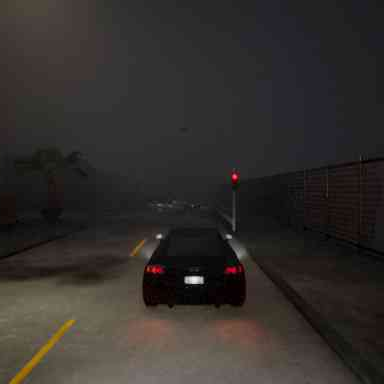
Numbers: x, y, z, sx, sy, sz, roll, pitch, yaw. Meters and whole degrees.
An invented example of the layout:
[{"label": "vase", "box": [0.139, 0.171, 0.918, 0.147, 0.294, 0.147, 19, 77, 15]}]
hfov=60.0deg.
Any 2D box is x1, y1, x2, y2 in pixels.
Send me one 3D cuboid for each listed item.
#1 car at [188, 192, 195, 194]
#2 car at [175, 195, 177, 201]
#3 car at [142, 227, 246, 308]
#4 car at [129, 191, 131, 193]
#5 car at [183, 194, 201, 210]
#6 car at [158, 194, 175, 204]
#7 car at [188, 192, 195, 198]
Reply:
[{"label": "car", "box": [-0.126, 0.938, 75.817, 1.812, 1.442, 4.674, 0, 0, 0]}, {"label": "car", "box": [-4.120, 1.042, 67.978, 1.994, 1.385, 4.181, 0, 1, 0]}, {"label": "car", "box": [0.051, 1.503, 7.849, 1.994, 1.385, 4.181, 0, 0, 0]}, {"label": "car", "box": [-17.421, 0.478, 85.826, 3.633, 1.501, 1.845, 0, 0, 0]}, {"label": "car", "box": [0.029, 1.238, 37.565, 1.812, 1.442, 4.674, 0, 0, 0]}, {"label": "car", "box": [-4.164, 1.105, 52.106, 1.837, 1.490, 4.892, 0, 1, 0]}, {"label": "car", "box": [-0.144, 0.655, 85.818, 1.882, 1.535, 5.008, 0, 0, 0]}]
